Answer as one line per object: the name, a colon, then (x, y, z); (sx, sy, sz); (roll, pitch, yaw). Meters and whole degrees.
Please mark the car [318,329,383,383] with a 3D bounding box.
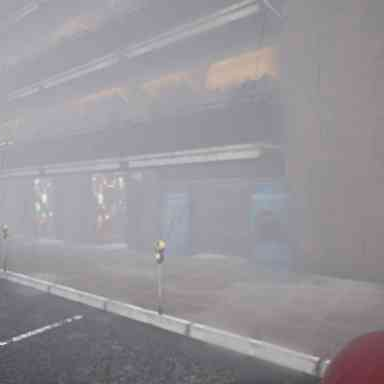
car: (2.841, 1.286, 0.839); (5.009, 1.841, 2.192); (-1, 0, 37)
